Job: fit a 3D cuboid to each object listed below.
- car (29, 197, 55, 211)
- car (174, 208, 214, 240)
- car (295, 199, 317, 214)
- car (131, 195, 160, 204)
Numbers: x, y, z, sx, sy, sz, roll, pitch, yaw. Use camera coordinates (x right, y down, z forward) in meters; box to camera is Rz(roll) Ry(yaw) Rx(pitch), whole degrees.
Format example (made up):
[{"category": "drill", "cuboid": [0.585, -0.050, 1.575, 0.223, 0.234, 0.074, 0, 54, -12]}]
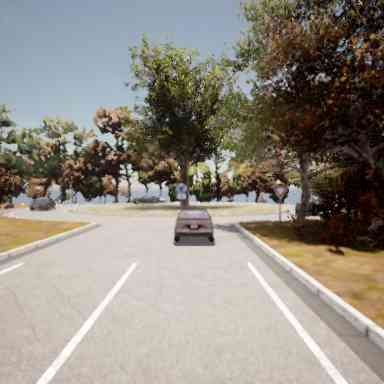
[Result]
[{"category": "car", "cuboid": [-17.046, 1.387, 37.958, 1.837, 1.490, 4.892, -2, 0, -9]}, {"category": "car", "cuboid": [0.122, 1.496, 16.486, 2.033, 1.411, 5.357, 0, 0, 1]}, {"category": "car", "cuboid": [11.573, 1.393, 32.054, 2.128, 1.511, 4.902, 1, 1, 40]}, {"category": "car", "cuboid": [-7.877, 1.318, 56.060, 4.902, 1.511, 2.128, 0, 0, -22]}]
